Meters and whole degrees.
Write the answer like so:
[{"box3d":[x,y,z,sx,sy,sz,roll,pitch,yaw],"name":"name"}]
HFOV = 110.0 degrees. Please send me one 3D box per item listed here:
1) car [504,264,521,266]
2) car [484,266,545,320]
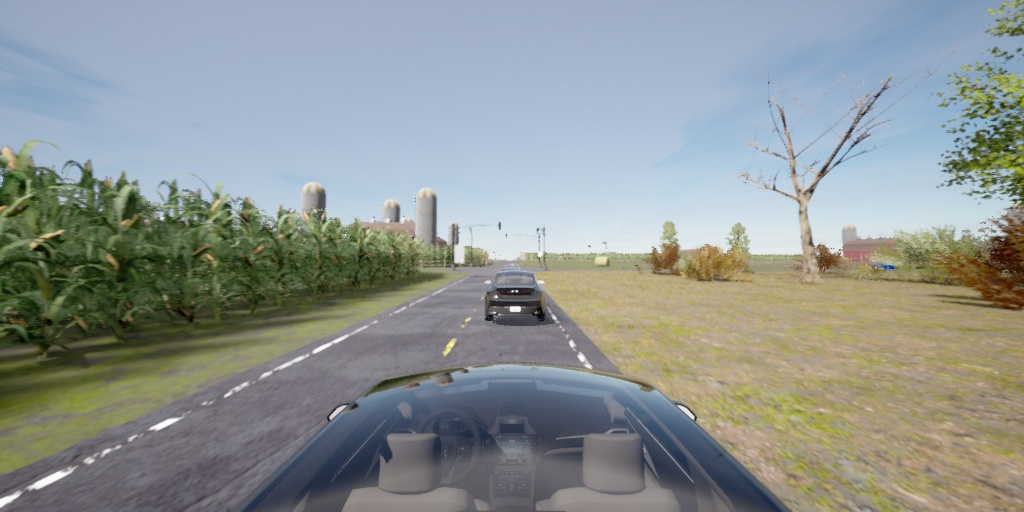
[{"box3d":[0.073,1.365,32.491,1.895,1.301,4.718,0,0,3],"name":"car"},{"box3d":[0.094,1.257,12.527,1.837,1.490,4.892,0,0,0],"name":"car"}]
